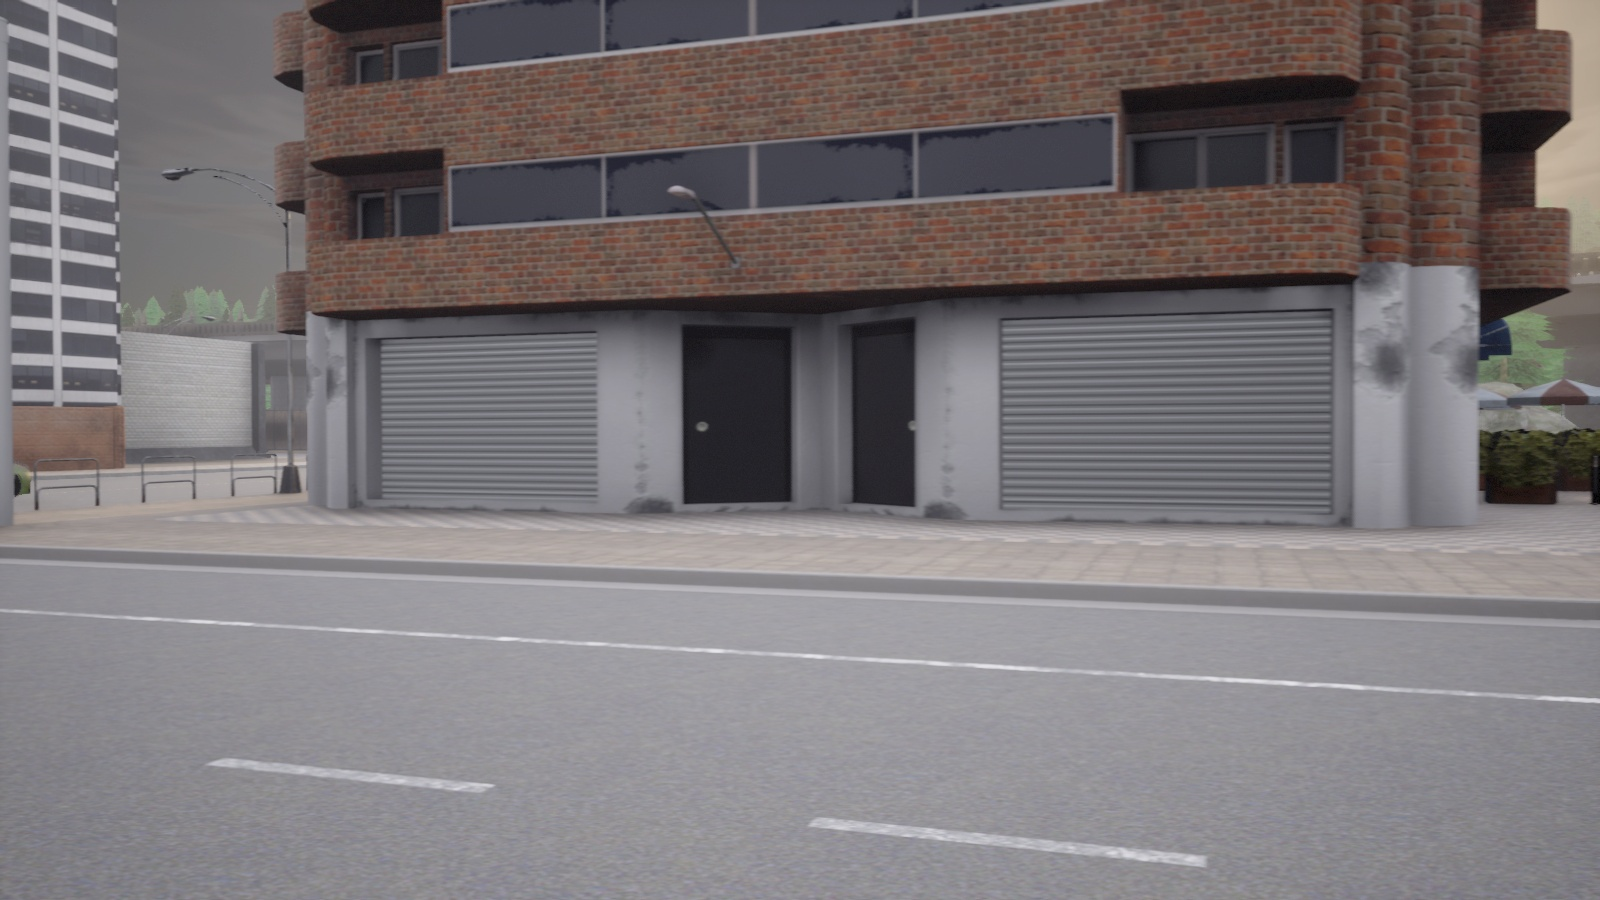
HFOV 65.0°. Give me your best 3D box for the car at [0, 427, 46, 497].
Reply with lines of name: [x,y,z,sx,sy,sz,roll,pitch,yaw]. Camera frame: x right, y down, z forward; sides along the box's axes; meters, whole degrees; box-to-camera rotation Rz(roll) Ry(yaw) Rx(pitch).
car: [-19.050,0.270,26.929,2.007,1.525,4.514,1,1,30]
